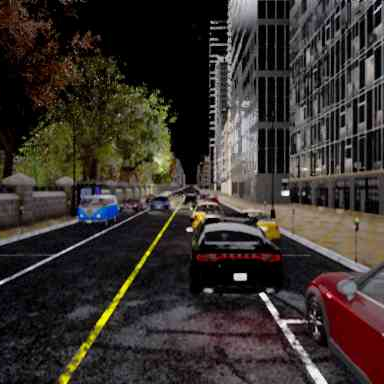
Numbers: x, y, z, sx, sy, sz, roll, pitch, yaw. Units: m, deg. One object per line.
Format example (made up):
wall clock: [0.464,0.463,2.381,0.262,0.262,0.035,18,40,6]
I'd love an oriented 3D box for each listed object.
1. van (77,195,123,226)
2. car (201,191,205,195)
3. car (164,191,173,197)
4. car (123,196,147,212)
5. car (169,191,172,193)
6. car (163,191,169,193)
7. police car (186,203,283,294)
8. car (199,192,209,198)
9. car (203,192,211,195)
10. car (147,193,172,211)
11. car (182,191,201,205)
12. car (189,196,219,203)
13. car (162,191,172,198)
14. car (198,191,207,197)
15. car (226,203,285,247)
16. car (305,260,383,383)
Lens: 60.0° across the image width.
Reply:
van: [-5.726,1.091,20.562,1.690,1.788,3.998,0,1,0]
car: [2.575,0.764,60.338,1.887,1.381,4.507,0,1,0]
car: [-5.851,0.440,83.071,2.008,1.369,4.403,0,1,0]
car: [-5.750,1.186,31.930,1.802,1.307,4.206,0,1,0]
car: [-5.828,0.584,71.535,1.752,1.417,4.829,0,1,0]
car: [-5.806,0.770,60.342,2.008,1.369,4.403,0,1,0]
police car: [0.883,1.321,8.690,1.930,1.638,5.238,0,1,0]
car: [2.552,0.622,71.699,1.947,1.339,4.313,0,1,0]
car: [2.608,1.036,43.296,1.802,1.307,4.206,0,1,0]
car: [-3.163,1.105,33.836,1.812,1.442,4.674,0,1,0]
car: [-0.078,0.930,45.364,1.837,1.490,4.892,0,1,0]
car: [0.862,1.228,18.771,1.801,1.575,5.366,0,1,0]
car: [-5.840,0.524,77.388,2.008,1.369,4.403,0,1,0]
car: [2.529,0.441,83.061,2.008,1.369,4.403,0,1,0]
car: [2.664,1.344,15.060,1.752,1.417,4.829,0,1,0]
car: [2.687,1.397,3.524,1.967,1.590,4.097,0,1,0]
